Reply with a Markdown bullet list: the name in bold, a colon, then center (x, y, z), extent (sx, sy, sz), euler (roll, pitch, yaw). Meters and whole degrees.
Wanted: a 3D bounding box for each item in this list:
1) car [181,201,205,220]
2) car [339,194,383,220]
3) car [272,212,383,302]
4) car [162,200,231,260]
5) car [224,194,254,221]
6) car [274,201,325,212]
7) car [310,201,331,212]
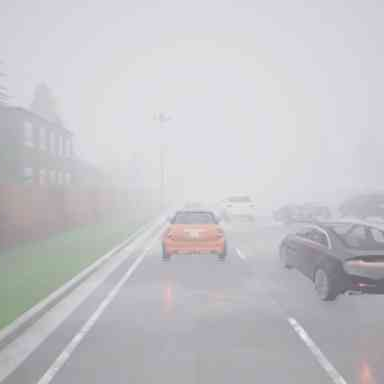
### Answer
- **car**: center (0.086, 1.555, 28.759), extent (1.994, 1.385, 4.181), euler (0, 0, 0)
- **car**: center (14.085, 1.212, 27.190), extent (2.150, 2.045, 5.566), euler (0, 0, 0)
- **car**: center (3.566, 1.490, 8.225), extent (2.128, 1.511, 4.902), euler (0, 0, 0)
- **car**: center (0.084, 1.349, 12.547), extent (2.097, 1.767, 4.553), euler (0, 0, 0)
- **car**: center (3.585, 1.212, 27.123), extent (2.150, 2.045, 5.566), euler (0, 0, 0)
- **car**: center (7.065, 1.541, 23.204), extent (2.033, 1.411, 5.357), euler (0, 0, 0)
- **car**: center (10.587, 1.517, 29.111), extent (1.812, 1.442, 4.674), euler (0, 0, 0)
